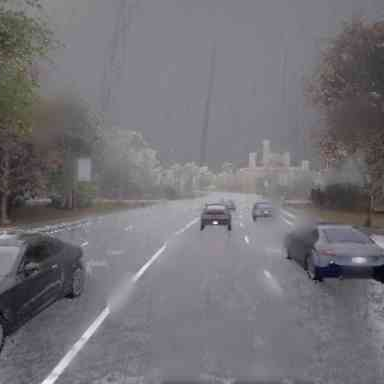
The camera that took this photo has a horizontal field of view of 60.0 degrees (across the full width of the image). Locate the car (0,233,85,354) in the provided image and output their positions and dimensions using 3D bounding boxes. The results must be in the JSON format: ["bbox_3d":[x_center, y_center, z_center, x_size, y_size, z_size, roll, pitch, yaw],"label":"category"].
[{"bbox_3d":[-3.366,1.514,5.804,1.812,1.442,4.674,0,0,3],"label":"car"}]

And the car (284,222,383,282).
[{"bbox_3d":[4.060,1.574,9.839,1.994,1.385,4.181,0,0,3],"label":"car"}]

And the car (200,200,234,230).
[{"bbox_3d":[1.594,1.502,21.346,1.837,1.490,4.892,0,0,6],"label":"car"}]

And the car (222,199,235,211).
[{"bbox_3d":[3.973,1.519,38.342,1.994,1.385,4.181,0,0,9],"label":"car"}]

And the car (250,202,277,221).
[{"bbox_3d":[5.839,1.549,27.207,2.033,1.411,5.357,0,0,8],"label":"car"}]
